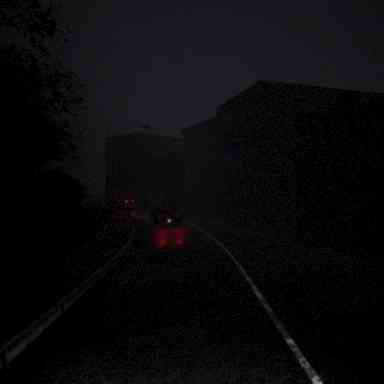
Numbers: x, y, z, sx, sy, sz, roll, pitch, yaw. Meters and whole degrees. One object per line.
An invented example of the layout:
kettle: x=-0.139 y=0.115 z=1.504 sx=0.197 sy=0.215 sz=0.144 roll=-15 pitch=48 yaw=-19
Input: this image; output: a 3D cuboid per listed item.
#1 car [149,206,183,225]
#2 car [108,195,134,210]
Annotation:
car: x=-2.095 y=1.653 z=24.854 sx=1.895 sy=1.301 sz=4.718 roll=0 pitch=1 yaw=-14
car: x=-8.622 y=1.125 z=40.169 sx=2.097 sy=1.767 sz=4.553 roll=0 pitch=1 yaw=-29
